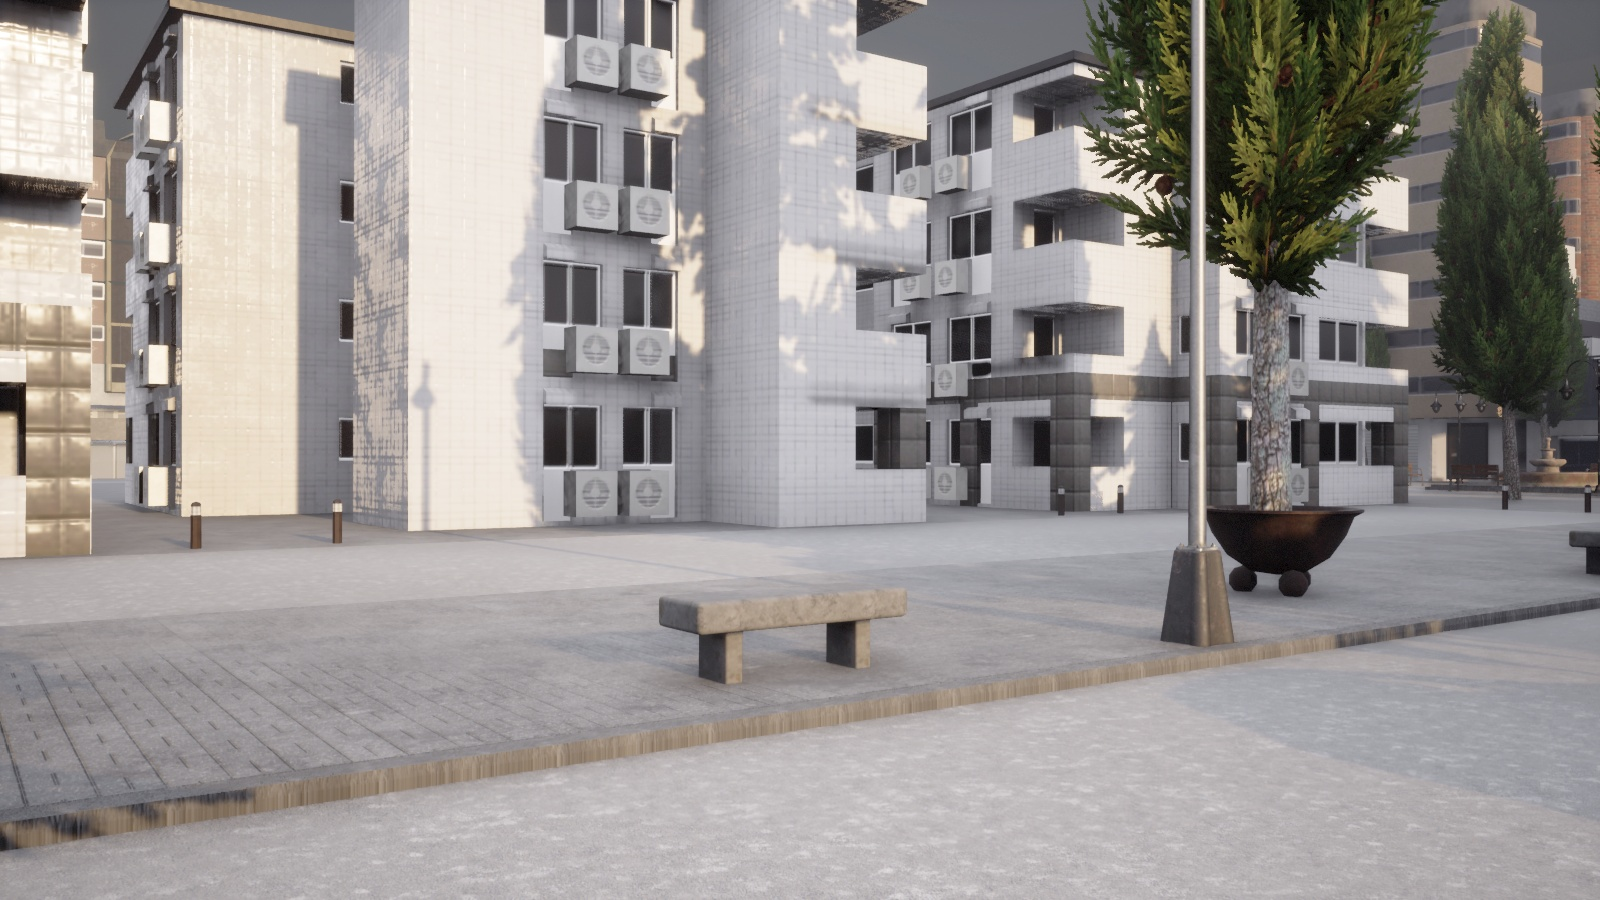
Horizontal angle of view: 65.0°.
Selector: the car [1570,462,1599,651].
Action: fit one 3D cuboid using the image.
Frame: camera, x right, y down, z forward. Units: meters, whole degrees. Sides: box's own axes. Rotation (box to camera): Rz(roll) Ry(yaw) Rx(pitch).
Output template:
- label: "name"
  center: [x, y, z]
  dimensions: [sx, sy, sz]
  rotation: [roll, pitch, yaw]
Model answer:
- label: "car"
  center: [8.673, 0.799, 10.310]
  dimensions: [5.357, 1.411, 2.033]
  rotation: [0, 0, -35]
